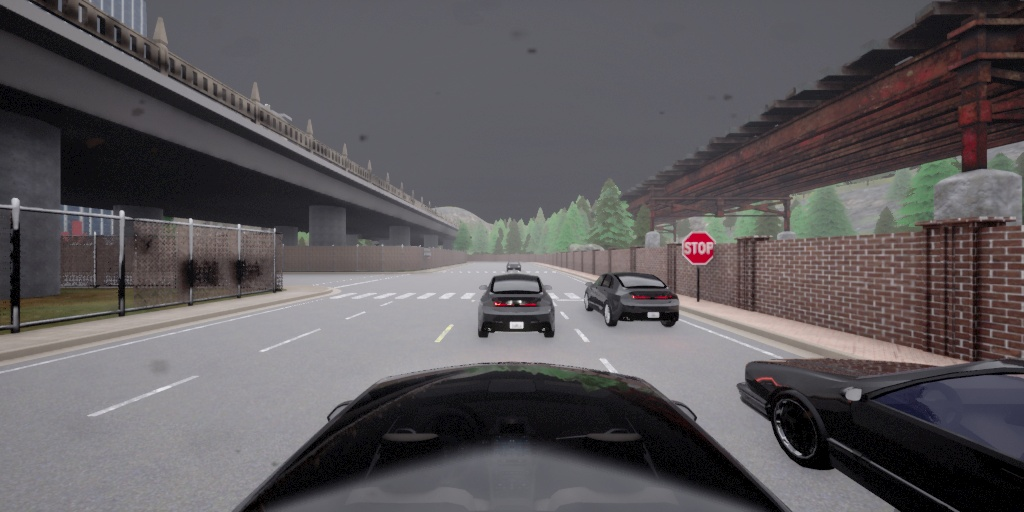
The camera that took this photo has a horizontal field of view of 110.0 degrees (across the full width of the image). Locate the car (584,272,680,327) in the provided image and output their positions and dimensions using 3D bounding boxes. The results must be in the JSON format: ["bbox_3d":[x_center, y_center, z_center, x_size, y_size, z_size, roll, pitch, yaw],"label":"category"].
[{"bbox_3d":[3.608,1.255,11.545,1.837,1.490,4.892,0,0,0],"label":"car"}]

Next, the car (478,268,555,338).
[{"bbox_3d":[0.105,1.255,10.188,1.837,1.490,4.892,0,0,0],"label":"car"}]

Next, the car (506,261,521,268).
[{"bbox_3d":[0.222,1.351,46.352,1.895,1.301,4.718,0,0,-1],"label":"car"}]

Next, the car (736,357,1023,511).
[{"bbox_3d":[3.600,1.297,1.798,2.033,1.411,5.357,0,0,0],"label":"car"}]
